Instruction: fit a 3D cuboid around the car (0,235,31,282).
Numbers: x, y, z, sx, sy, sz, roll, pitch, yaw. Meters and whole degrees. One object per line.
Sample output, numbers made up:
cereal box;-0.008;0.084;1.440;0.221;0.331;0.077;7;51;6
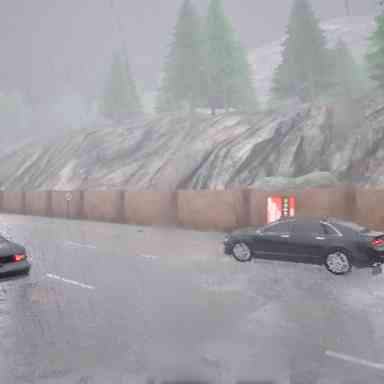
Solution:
car;-6.247;1.547;8.694;5.357;1.411;2.033;0;0;39

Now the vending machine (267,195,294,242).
vending machine;4.200;1.195;15.695;0.880;2.100;1.100;0;0;37

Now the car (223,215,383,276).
car;3.291;1.503;10.407;4.892;1.490;1.837;-1;0;36
